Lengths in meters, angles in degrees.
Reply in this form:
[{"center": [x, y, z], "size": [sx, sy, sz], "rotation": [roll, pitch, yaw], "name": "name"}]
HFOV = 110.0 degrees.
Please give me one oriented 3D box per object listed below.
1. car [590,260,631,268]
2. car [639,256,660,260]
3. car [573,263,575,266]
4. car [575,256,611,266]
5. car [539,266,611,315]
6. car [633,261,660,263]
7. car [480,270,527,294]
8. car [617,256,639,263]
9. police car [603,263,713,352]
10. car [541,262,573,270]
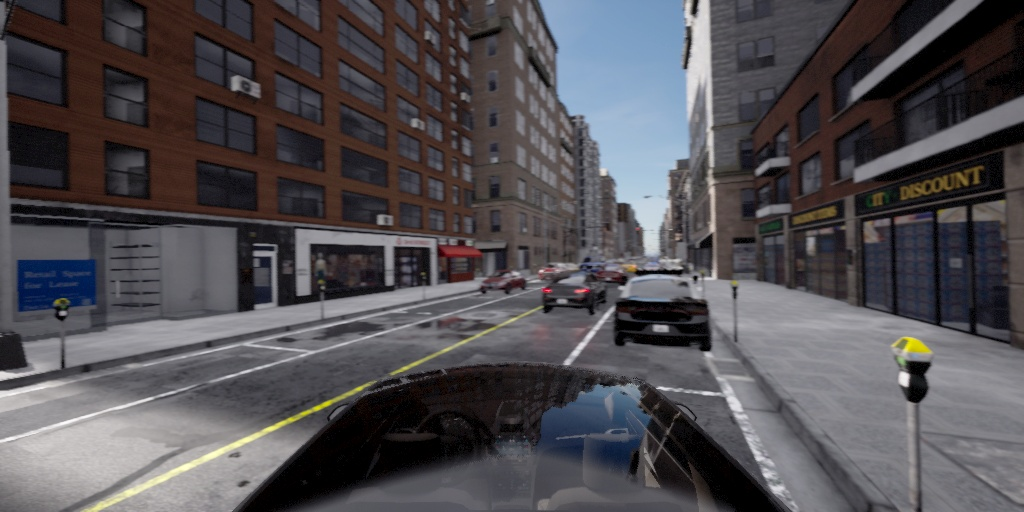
[{"center": [6.880, 1.263, 24.663], "size": [1.812, 1.442, 4.674], "rotation": [-1, 0, 22], "name": "car"}, {"center": [13.250, 1.087, 33.628], "size": [1.967, 1.591, 4.097], "rotation": [0, 0, 22], "name": "car"}, {"center": [5.742, 1.365, 36.463], "size": [1.751, 1.417, 4.829], "rotation": [0, 0, 22], "name": "car"}, {"center": [8.150, 1.000, 35.651], "size": [2.150, 2.045, 5.566], "rotation": [-1, 0, 22], "name": "car"}, {"center": [2.486, 1.295, 13.760], "size": [1.812, 1.442, 4.674], "rotation": [-1, 0, 22], "name": "car"}, {"center": [9.122, 1.228, 23.391], "size": [2.007, 1.370, 4.403], "rotation": [0, 0, 22], "name": "car"}, {"center": [-0.385, 1.466, 21.267], "size": [1.802, 1.307, 4.207], "rotation": [0, 0, 22], "name": "car"}, {"center": [13.098, 1.152, 40.351], "size": [1.801, 1.575, 5.366], "rotation": [-1, 0, 22], "name": "car"}, {"center": [3.725, 1.135, 9.064], "size": [1.930, 1.638, 5.238], "rotation": [-1, 0, 22], "name": "police car"}, {"center": [3.742, 1.294, 31.503], "size": [1.967, 1.591, 4.097], "rotation": [0, 0, 22], "name": "car"}]
